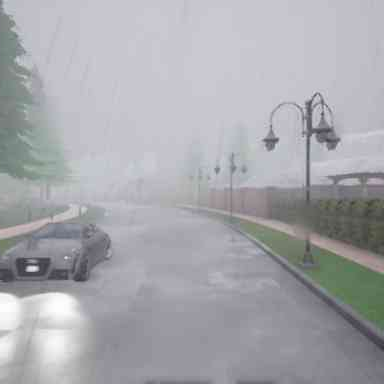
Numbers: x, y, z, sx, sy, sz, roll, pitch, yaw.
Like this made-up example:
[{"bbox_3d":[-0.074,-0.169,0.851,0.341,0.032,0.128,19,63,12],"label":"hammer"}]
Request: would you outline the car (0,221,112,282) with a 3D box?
[{"bbox_3d":[-3.655,1.559,9.567,1.994,1.385,4.181,0,0,-1],"label":"car"}]
